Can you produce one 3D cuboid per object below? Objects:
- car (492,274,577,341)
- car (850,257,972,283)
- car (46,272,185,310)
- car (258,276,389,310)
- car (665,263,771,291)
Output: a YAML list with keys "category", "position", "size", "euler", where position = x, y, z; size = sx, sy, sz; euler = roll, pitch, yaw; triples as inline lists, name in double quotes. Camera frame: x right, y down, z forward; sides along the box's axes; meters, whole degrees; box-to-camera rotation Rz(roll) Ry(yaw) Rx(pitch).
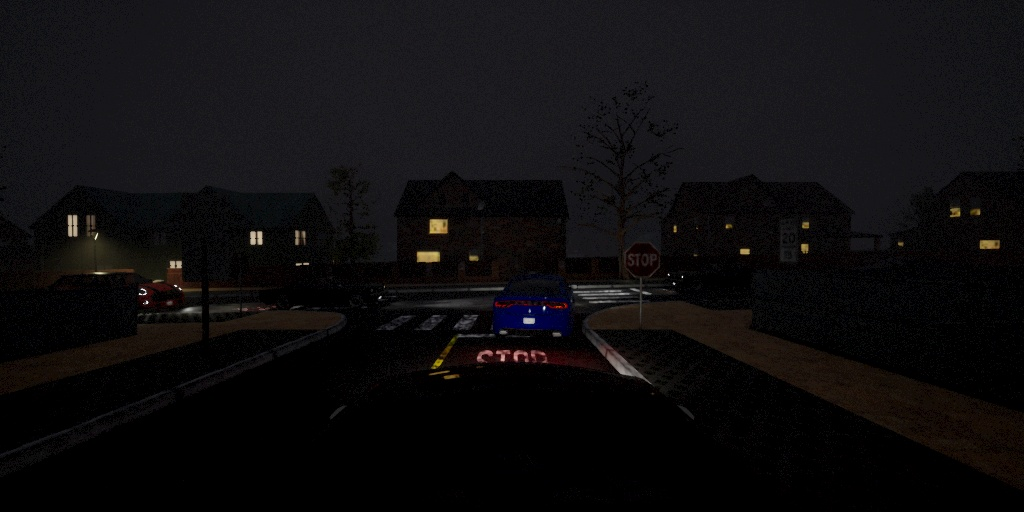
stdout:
- category: "car"
  position: [0.780, 1.226, 10.046]
  size: [1.882, 1.535, 5.008]
  euler: [0, 0, 10]
- category: "car"
  position: [20.044, 0.753, 18.232]
  size: [5.357, 1.411, 2.033]
  euler: [-1, 1, 0]
- category: "car"
  position: [-16.809, 1.471, 15.233]
  size: [4.553, 1.767, 2.097]
  euler: [-1, 1, 0]
- category: "car"
  position: [-7.821, 1.506, 15.247]
  size: [4.718, 1.301, 1.895]
  euler: [-1, 1, 0]
- category: "car"
  position: [10.398, 1.034, 18.188]
  size: [4.718, 1.301, 1.895]
  euler: [-1, 1, -1]
